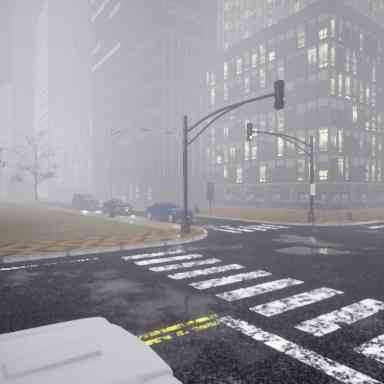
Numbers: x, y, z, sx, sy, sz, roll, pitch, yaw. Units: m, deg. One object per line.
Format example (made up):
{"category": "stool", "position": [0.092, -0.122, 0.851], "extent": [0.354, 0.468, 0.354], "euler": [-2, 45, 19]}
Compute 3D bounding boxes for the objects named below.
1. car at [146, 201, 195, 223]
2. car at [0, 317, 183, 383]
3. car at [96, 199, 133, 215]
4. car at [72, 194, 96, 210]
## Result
{"category": "car", "position": [-1.767, 1.484, 25.807], "extent": [1.882, 1.535, 5.008], "euler": [0, 0, -36]}
{"category": "car", "position": [-2.256, 1.601, 1.834], "extent": [4.718, 1.301, 1.895], "euler": [0, 0, -36]}
{"category": "car", "position": [-7.744, 1.497, 34.268], "extent": [2.128, 1.511, 4.902], "euler": [0, 0, -35]}
{"category": "car", "position": [-13.832, 1.227, 42.908], "extent": [2.150, 2.045, 5.566], "euler": [0, 0, -35]}
